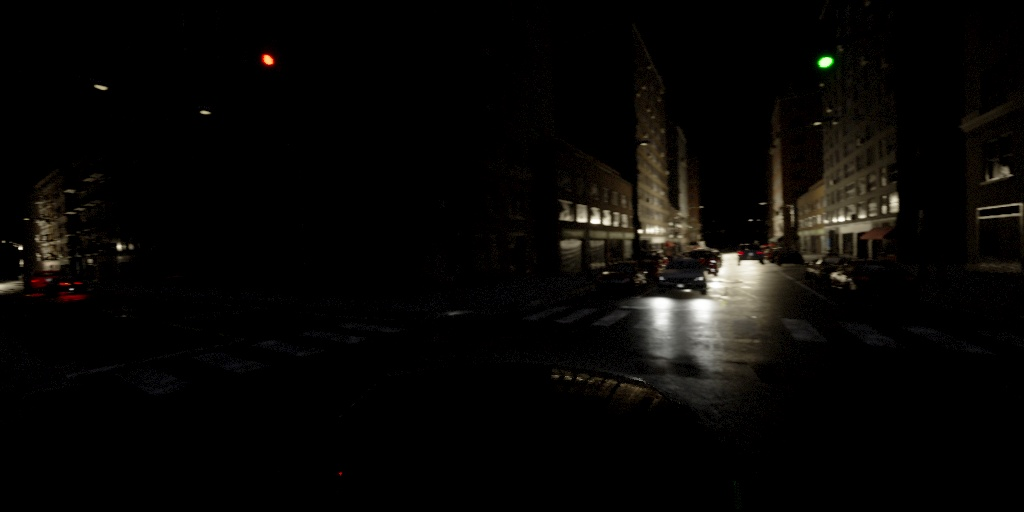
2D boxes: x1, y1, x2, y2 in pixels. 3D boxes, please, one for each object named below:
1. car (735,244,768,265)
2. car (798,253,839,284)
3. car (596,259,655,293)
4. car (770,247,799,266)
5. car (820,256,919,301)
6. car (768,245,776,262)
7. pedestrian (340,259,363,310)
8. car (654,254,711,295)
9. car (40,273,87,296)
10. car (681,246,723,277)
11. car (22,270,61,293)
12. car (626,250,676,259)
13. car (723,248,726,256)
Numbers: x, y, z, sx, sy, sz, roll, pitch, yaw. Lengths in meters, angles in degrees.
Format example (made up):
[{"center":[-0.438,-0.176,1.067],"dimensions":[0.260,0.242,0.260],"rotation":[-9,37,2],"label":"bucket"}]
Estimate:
[{"center":[23.488,-0.186,35.452],"dimensions":[2.150,2.045,5.566],"rotation":[-2,1,32],"label":"car"},{"center":[15.645,0.559,17.556],"dimensions":[1.751,1.417,4.829],"rotation":[0,0,32],"label":"car"},{"center":[5.369,0.967,17.166],"dimensions":[1.802,1.307,4.207],"rotation":[0,0,32],"label":"car"},{"center":[24.359,0.144,31.583],"dimensions":[1.888,1.381,4.507],"rotation":[0,0,32],"label":"car"},{"center":[12.621,0.762,12.687],"dimensions":[1.802,1.307,4.207],"rotation":[0,0,32],"label":"car"},{"center":[27.294,-0.104,36.308],"dimensions":[1.967,1.591,4.097],"rotation":[0,0,32],"label":"car"},{"center":[-5.622,0.984,12.539],"dimensions":[0.375,1.860,0.375],"rotation":[-2,2,32],"label":"pedestrian"},{"center":[7.808,0.836,16.260],"dimensions":[1.812,1.442,4.674],"rotation":[-2,1,29],"label":"car"},{"center":[-37.210,2.457,29.893],"dimensions":[4.892,1.490,1.837],"rotation":[-2,1,32],"label":"car"},{"center":[12.930,0.407,24.482],"dimensions":[2.097,1.767,4.553],"rotation":[-2,1,32],"label":"car"},{"center":[-45.748,2.463,35.083],"dimensions":[5.566,2.045,2.150],"rotation":[-2,1,32],"label":"car"},{"center":[8.305,0.553,21.891],"dimensions":[2.192,1.841,5.009],"rotation":[0,0,32],"label":"car"},{"center":[18.436,0.277,33.216],"dimensions":[2.128,1.511,4.902],"rotation":[-2,1,32],"label":"car"}]
